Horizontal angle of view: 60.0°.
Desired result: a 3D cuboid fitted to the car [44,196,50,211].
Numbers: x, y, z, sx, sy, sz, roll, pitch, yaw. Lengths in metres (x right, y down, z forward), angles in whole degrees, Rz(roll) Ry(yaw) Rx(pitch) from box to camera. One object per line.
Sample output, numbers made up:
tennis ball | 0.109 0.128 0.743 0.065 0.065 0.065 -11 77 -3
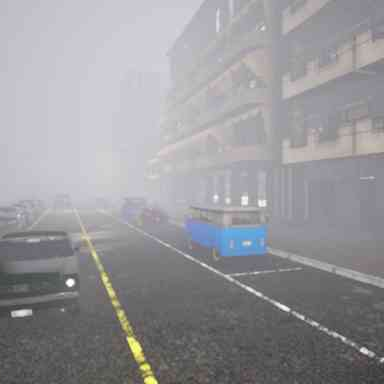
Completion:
car | -18.481 1.544 39.893 1.947 1.339 4.313 0 0 -21

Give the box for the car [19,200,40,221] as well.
car | -12.654 1.536 24.383 2.008 1.369 4.403 0 0 -21

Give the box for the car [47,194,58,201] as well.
car | -34.023 1.310 81.252 2.192 1.841 5.009 0 0 -21

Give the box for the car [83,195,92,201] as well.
car | -28.120 1.534 89.369 1.887 1.381 4.507 0 0 -21

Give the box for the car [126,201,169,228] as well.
car | -2.866 1.521 22.160 1.887 1.381 4.507 0 0 -21

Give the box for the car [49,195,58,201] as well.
car | -35.964 1.566 86.423 1.947 1.339 4.313 0 0 -21

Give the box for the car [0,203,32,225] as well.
car | -10.711 1.538 19.212 2.008 1.369 4.403 0 0 -21

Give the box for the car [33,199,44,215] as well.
car | -14.597 1.423 29.553 1.967 1.590 4.097 0 0 -21

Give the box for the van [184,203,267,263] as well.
van | 1.018 1.324 11.820 1.690 1.788 3.998 0 0 -21

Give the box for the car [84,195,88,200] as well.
car | -22.292 1.522 73.860 1.887 1.381 4.507 0 0 -21

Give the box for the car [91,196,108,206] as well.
car | -14.521 1.533 53.181 1.947 1.339 4.313 0 0 -21

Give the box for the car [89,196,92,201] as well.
car | -16.523 1.494 58.509 1.752 1.417 4.829 0 0 -21

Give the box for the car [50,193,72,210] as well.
car | -16.612 1.196 42.576 2.150 2.045 5.566 0 0 -21

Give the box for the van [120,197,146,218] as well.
van | -4.809 1.315 27.329 1.690 1.788 3.998 0 0 -21

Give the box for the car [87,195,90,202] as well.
car | -18.467 1.496 63.679 1.752 1.417 4.829 0 0 -21

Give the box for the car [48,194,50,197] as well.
car | -30.137 1.554 70.914 1.947 1.339 4.313 0 0 -21

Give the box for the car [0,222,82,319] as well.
car | -3.459 1.594 7.293 1.895 1.301 4.718 0 0 -21
